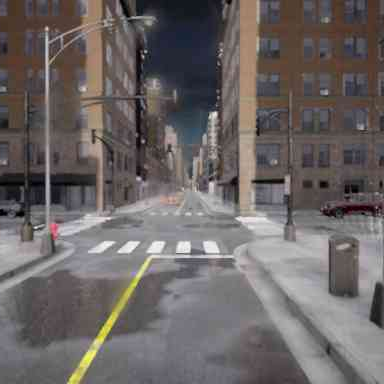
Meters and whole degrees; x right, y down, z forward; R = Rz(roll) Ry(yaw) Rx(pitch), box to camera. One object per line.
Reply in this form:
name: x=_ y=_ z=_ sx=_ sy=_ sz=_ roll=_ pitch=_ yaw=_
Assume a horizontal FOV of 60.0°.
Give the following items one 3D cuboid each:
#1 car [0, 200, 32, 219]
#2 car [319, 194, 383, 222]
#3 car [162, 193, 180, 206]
car: x=-14.518 y=1.313 z=25.300 sx=4.313 sy=1.339 sz=1.947 roll=0 pitch=1 yaw=0
car: x=12.364 y=1.039 z=25.241 sx=5.009 sy=1.841 sz=2.192 roll=0 pitch=1 yaw=0
car: x=-2.723 y=0.878 z=44.188 sx=2.097 sy=1.767 sz=4.553 roll=0 pitch=0 yaw=0
